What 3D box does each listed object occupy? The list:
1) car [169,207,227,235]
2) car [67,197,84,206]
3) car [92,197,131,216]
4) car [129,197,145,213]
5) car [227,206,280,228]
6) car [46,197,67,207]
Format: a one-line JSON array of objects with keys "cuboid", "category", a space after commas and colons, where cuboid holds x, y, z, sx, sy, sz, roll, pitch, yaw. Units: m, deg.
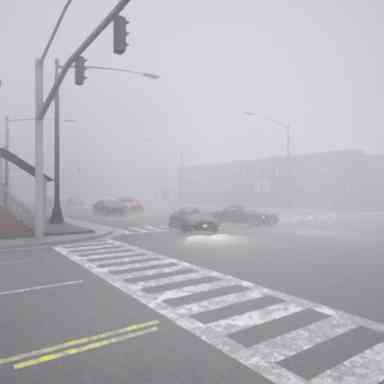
[{"cuboid": [0.065, 1.571, 19.087, 1.994, 1.385, 4.181, 0, 0, -19], "category": "car"}, {"cuboid": [-19.017, 1.505, 53.804, 2.128, 1.511, 4.902, 0, 0, -36], "category": "car"}, {"cuboid": [-8.162, 1.485, 32.429, 1.882, 1.535, 5.008, 0, 0, -35], "category": "car"}, {"cuboid": [-7.053, 1.362, 36.911, 2.097, 1.767, 4.553, 0, 0, -35], "category": "car"}, {"cuboid": [3.569, 1.610, 22.646, 1.895, 1.301, 4.718, 0, 0, -41], "category": "car"}, {"cuboid": [-21.071, 1.515, 50.639, 1.837, 1.490, 4.892, 0, -1, -35], "category": "car"}]
